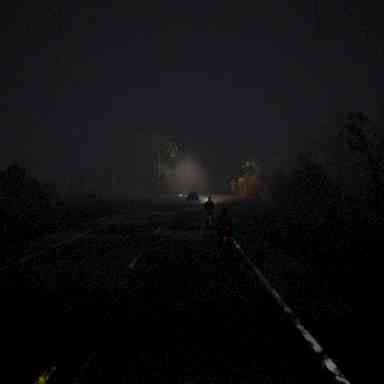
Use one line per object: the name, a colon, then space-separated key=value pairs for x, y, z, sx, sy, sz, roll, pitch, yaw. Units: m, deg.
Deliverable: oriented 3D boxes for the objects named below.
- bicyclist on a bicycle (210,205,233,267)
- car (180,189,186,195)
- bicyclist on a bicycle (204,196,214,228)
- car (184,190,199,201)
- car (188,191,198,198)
bicyclist on a bicycle: x=0.964 y=1.320 z=9.902 sx=0.582 sy=1.620 sz=1.656 roll=0 pitch=0 yaw=0
car: x=-2.335 y=-0.054 z=95.176 sx=2.097 sy=1.767 sz=4.553 roll=0 pitch=1 yaw=3
bicyclist on a bicycle: x=0.963 y=1.120 z=18.552 sx=0.659 sy=1.776 sz=1.843 roll=0 pitch=1 yaw=0
car: x=0.100 y=0.784 z=55.133 sx=1.994 sy=1.385 sz=4.181 roll=0 pitch=1 yaw=0
car: x=0.226 y=0.486 z=73.781 sx=1.994 sy=1.385 sz=4.181 roll=0 pitch=1 yaw=2
